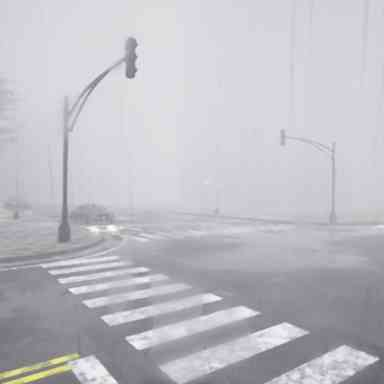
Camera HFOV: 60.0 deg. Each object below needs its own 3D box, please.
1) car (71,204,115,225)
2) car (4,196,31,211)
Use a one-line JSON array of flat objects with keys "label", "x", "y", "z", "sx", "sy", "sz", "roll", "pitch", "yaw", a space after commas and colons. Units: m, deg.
[{"label": "car", "x": -7.206, "y": 1.558, "z": 24.076, "sx": 1.994, "sy": 1.385, "sz": 4.181, "roll": 1, "pitch": -1, "yaw": -38}, {"label": "car", "x": -21.464, "y": 1.330, "z": 40.965, "sx": 2.097, "sy": 1.767, "sz": 4.553, "roll": 1, "pitch": -1, "yaw": -42}]
